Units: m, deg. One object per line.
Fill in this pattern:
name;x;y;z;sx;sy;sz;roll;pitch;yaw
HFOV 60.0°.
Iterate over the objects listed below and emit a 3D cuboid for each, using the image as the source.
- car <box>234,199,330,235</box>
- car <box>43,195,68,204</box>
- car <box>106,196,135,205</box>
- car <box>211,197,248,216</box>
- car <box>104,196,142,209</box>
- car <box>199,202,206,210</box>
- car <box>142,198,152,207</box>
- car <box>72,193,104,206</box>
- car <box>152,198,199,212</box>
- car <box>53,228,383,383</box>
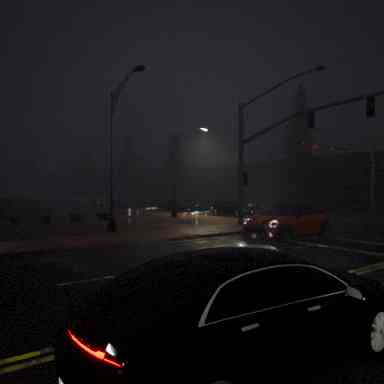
car;4.530;1.352;15.840;4.553;1.767;2.097;0;0;-36
car;-26.230;1.352;63.806;4.553;1.767;2.097;0;0;9
car;-12.985;1.478;60.073;5.008;1.535;1.882;0;0;24
car;3.793;1.505;30.861;1.837;1.490;4.892;0;0;-36
car;-9.483;1.526;45.757;4.674;1.442;1.812;0;0;36
car;-0.363;1.505;41.912;1.837;1.490;4.892;0;0;-41
car;-7.715;1.564;48.734;4.181;1.385;1.994;0;0;35
car;-16.722;1.221;54.019;5.566;2.045;2.150;0;0;20
car;-2.015;1.547;38.683;2.033;1.411;5.357;0;0;-39
car;0.823;1.505;4.384;4.892;1.490;1.837;0;0;-35
